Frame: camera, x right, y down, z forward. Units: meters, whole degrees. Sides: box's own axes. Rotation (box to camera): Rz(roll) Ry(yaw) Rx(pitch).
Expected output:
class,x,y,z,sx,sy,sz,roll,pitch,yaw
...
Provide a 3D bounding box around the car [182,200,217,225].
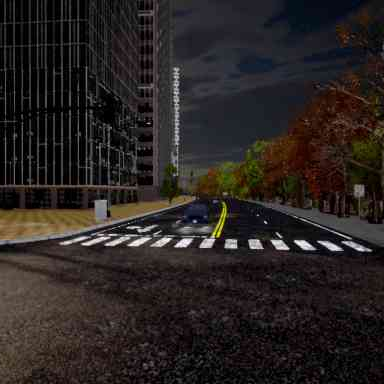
class,x,y,z,sx,sy,sz,roll,pitch,yaw
car,0.516,1.554,24.610,2.033,1.411,5.357,0,0,7

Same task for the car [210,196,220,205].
class,x,y,z,sx,sy,sz,roll,pitch,yaw
car,4.051,1.481,58.306,2.128,1.511,4.902,0,0,5
